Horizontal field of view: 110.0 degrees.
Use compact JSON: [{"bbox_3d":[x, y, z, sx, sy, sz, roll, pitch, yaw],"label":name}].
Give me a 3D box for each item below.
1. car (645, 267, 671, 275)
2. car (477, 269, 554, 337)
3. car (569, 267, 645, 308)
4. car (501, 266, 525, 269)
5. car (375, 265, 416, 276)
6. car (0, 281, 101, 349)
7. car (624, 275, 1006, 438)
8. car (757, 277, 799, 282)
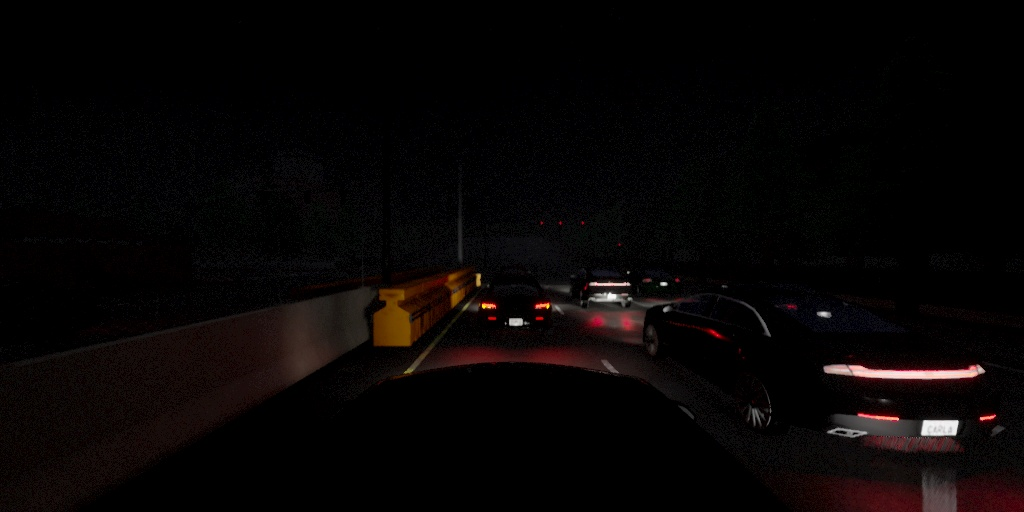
[{"bbox_3d":[7.063,1.264,18.700,1.994,1.385,4.181,0,0,0],"label":"car"},{"bbox_3d":[0.078,1.251,10.036,1.812,1.442,4.674,0,0,0],"label":"car"},{"bbox_3d":[3.560,1.203,14.971,2.128,1.511,4.902,0,0,2],"label":"car"},{"bbox_3d":[0.061,1.225,19.101,1.812,1.442,4.674,0,0,0],"label":"car"},{"bbox_3d":[-7.050,1.256,22.381,1.994,1.385,4.181,0,0,0],"label":"car"},{"bbox_3d":[-10.603,1.228,6.322,2.128,1.511,4.902,0,0,0],"label":"car"},{"bbox_3d":[3.596,1.231,5.451,2.128,1.511,4.902,0,0,0],"label":"car"},{"bbox_3d":[7.082,1.289,10.156,1.994,1.385,4.181,0,0,0],"label":"car"}]
